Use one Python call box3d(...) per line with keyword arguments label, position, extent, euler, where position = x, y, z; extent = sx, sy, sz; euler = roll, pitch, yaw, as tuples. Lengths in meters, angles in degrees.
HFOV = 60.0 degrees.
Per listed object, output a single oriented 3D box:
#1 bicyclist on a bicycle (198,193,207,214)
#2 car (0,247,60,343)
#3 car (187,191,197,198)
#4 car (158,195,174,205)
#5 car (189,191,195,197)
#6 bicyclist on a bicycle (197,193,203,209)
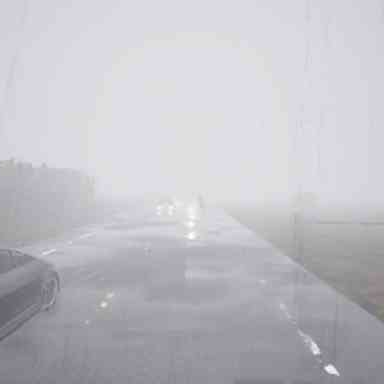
box3d(label="bicyclist on a bicycle", position=(0.953, 1.181, 29.779), extent=(0.866, 1.612, 1.509), euler=(0, 1, 0))
box3d(label="car", position=(-3.597, 1.554, 4.888), extent=(1.994, 1.385, 4.181), euler=(0, 0, 0))
box3d(label="car", position=(0.003, 0.670, 77.162), extent=(2.128, 1.511, 4.902), euler=(0, 1, 0))
box3d(label="car", position=(-3.551, 1.109, 45.718), extent=(1.895, 1.301, 4.718), euler=(0, 1, 1))
box3d(label="car", position=(0.005, 0.482, 94.287), extent=(1.837, 1.490, 4.892), euler=(0, 0, 0))
box3d(label="bicyclist on a bicycle", position=(0.967, 0.982, 38.611), extent=(0.659, 1.776, 1.843), euler=(0, 1, 0))
